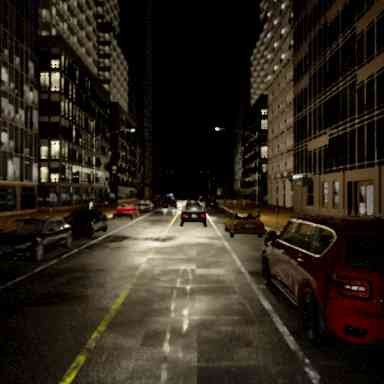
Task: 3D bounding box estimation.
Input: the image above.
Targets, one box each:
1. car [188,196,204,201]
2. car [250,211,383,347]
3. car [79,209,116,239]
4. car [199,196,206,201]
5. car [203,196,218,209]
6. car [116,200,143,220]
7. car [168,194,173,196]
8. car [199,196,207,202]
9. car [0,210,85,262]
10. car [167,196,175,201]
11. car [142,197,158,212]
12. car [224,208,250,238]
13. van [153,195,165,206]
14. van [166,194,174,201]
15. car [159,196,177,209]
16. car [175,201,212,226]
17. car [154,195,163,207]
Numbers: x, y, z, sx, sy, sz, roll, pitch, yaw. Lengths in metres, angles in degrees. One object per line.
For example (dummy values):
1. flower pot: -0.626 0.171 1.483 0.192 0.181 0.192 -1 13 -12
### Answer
1. car: 0.093 1.624 41.601 2.033 1.411 5.357 0 0 0
2. car: 2.693 1.329 6.317 2.192 1.841 5.009 0 0 0
3. car: -5.690 1.603 17.711 1.947 1.339 4.313 0 0 0
4. car: 2.682 1.658 86.174 1.752 1.417 4.829 0 0 0
5. car: 2.687 1.650 46.161 1.947 1.339 4.313 0 0 0
6. car: -5.691 1.639 29.094 1.802 1.307 4.206 0 0 0
7. car: -5.698 1.567 80.325 1.967 1.590 4.097 0 0 0
8. car: 2.682 1.709 80.312 1.802 1.307 4.206 0 0 0
9. car: -5.689 1.577 12.019 2.008 1.369 4.403 0 0 0
10. car: -5.700 1.705 91.710 1.947 1.339 4.313 0 0 0
11. car: -5.693 1.626 40.480 2.008 1.369 4.403 0 0 0
12. car: 2.691 1.562 17.869 1.752 1.417 4.829 0 0 0
13. van: -5.694 1.441 57.557 1.690 1.788 3.998 0 0 0
14. van: -5.698 1.474 86.018 1.690 1.788 3.998 0 0 0
15. car: -3.042 1.633 47.309 2.033 1.411 5.357 0 0 0
16. car: 0.098 1.595 23.817 2.033 1.411 5.357 0 0 0
17. car: -5.694 1.637 51.865 1.887 1.381 4.507 0 0 0
